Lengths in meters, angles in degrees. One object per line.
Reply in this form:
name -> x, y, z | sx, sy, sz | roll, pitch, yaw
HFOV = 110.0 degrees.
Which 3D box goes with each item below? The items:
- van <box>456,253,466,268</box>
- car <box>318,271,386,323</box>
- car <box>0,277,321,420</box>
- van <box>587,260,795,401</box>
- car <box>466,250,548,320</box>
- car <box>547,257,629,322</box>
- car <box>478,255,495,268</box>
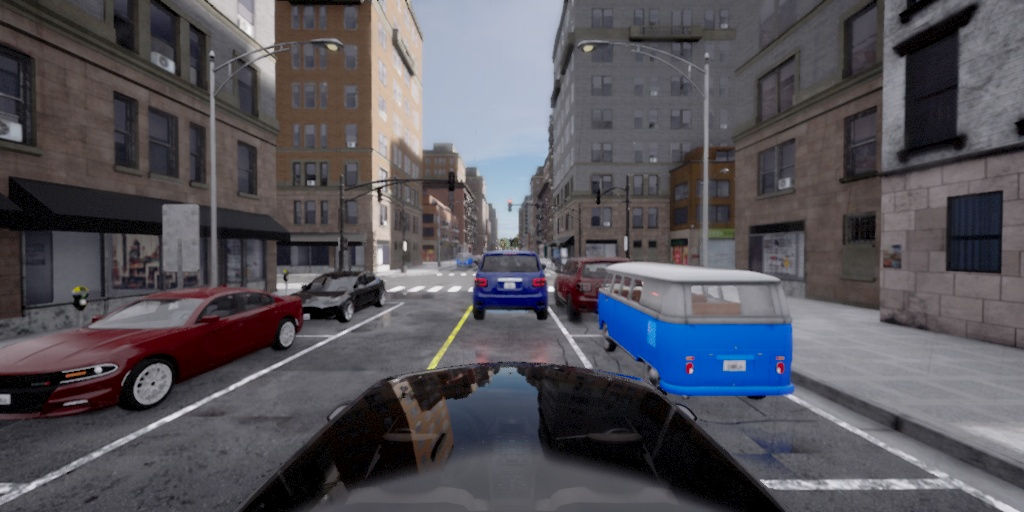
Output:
van -> -5.702, 0.519, 43.500 | 1.690, 1.789, 3.998 | 0, 0, 0
car -> -5.451, 1.182, 11.540 | 1.948, 1.339, 4.313 | 0, 0, 0
car -> -5.412, 1.236, 6.030 | 1.888, 1.381, 4.507 | 0, 0, 0
van -> 2.613, 1.032, 6.088 | 1.690, 1.789, 3.998 | 0, 0, 0
car -> -0.008, 0.831, 12.076 | 2.150, 2.045, 5.566 | 0, 1, 1
car -> 2.574, 0.931, 11.599 | 2.192, 1.841, 5.009 | 0, 0, 0
car -> -3.145, 0.655, 45.514 | 1.837, 1.490, 4.892 | 0, 1, 0
